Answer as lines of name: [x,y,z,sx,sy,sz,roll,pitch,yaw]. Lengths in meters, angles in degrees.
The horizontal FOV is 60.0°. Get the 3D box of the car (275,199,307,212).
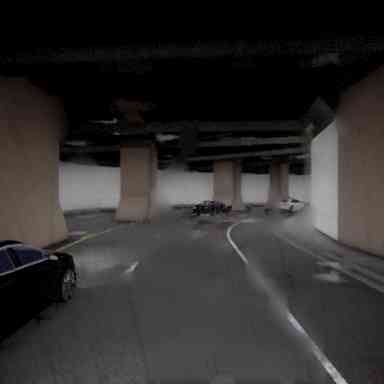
car: [11.297,1.503,37.913,4.674,1.442,1.812,0,0,-41]

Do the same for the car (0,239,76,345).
car: [-3.401,1.488,5.252,2.128,1.511,4.902,0,0,0]

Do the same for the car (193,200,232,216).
car: [2.113,1.528,33.049,2.033,1.411,5.357,0,0,32]
